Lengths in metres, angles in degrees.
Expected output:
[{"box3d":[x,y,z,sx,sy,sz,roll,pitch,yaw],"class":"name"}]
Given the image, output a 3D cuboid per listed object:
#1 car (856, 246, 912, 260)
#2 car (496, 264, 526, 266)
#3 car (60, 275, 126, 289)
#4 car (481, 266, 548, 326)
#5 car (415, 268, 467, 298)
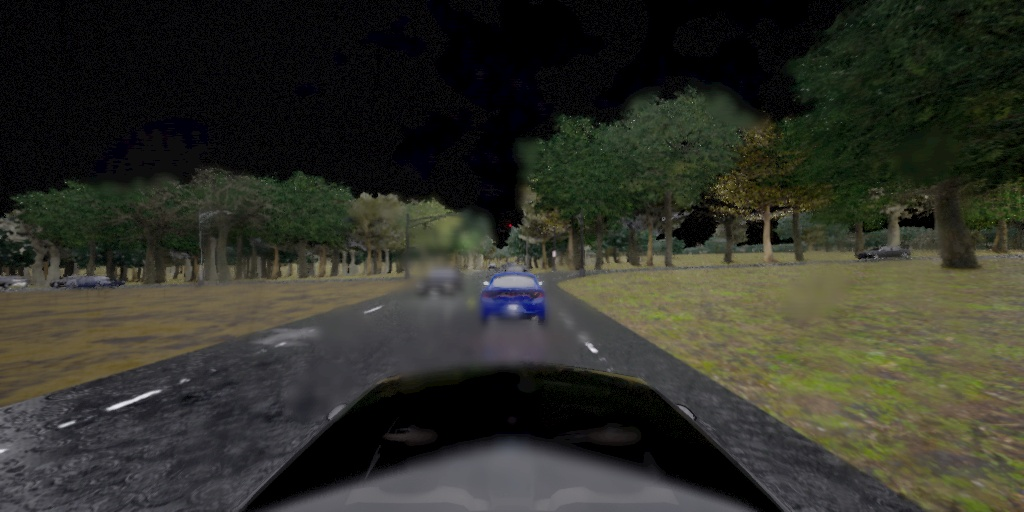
[{"box3d":[42.276,-0.323,40.835,5.008,1.535,1.882,-2,-1,2],"class":"car"},{"box3d":[0.346,1.334,25.961,2.128,1.511,4.902,0,0,5],"class":"car"},{"box3d":[-47.198,2.968,40.661,5.357,1.411,2.033,-2,-1,3],"class":"car"},{"box3d":[0.067,1.257,11.915,1.882,1.535,5.008,0,-1,0],"class":"car"},{"box3d":[-3.544,1.359,19.052,2.033,1.411,5.357,0,0,1],"class":"car"}]
